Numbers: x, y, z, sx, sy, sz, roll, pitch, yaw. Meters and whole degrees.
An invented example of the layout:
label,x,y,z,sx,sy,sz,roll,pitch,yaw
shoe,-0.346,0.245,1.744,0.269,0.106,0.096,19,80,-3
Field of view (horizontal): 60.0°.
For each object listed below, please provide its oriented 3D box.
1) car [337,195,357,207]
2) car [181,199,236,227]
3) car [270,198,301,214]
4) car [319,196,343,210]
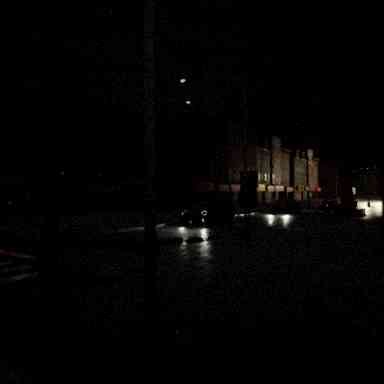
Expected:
label,x,y,z,sx,sy,sz,roll,pitch,yaw
car,22.150,1.489,47.239,1.895,1.301,4.718,-1,0,36
car,1.217,1.326,22.874,2.097,1.767,4.553,-1,0,36
car,9.880,1.423,34.957,1.882,1.535,5.008,-1,0,36
car,16.402,1.472,39.119,1.994,1.385,4.181,-1,0,36
